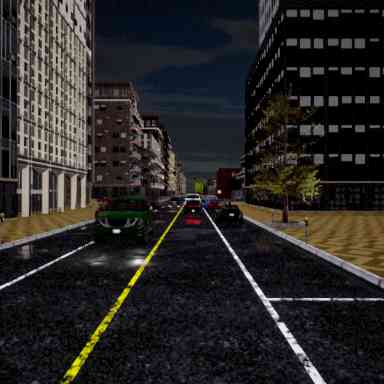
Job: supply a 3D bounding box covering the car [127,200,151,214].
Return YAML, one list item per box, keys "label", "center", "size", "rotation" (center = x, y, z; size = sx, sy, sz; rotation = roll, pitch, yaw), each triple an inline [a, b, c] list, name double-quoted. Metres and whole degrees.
- label: "car"
  center: [-5.620, 1.583, 36.056]
  size: [1.887, 1.381, 4.507]
  rotation: [0, 0, 0]

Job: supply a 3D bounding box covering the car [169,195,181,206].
- label: "car"
  center: [-2.922, 1.599, 57.944]
  size: [1.812, 1.442, 4.674]
  rotation: [0, 0, 1]

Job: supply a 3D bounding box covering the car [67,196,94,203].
- label: "car"
  center: [-22.833, 1.551, 68.238]
  size: [4.829, 1.417, 1.752]
  rotation: [0, 0, 0]

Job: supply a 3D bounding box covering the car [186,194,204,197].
- label: "car"
  center: [0.109, 1.273, 44.493]
  size: [2.150, 2.045, 5.566]
  rotation: [0, 0, 1]

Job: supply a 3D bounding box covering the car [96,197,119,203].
- label: "car"
  center: [-17.341, 1.618, 68.240]
  size: [4.206, 1.307, 1.802]
  rotation: [0, 0, 0]

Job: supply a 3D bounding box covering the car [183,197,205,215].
- label: "car"
  center: [0.142, 1.540, 34.028]
  size: [1.837, 1.490, 4.892]
  rotation: [0, 0, 1]

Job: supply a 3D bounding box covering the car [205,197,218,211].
- label: "car"
  center: [2.737, 1.629, 41.703]
  size: [1.802, 1.307, 4.206]
  rotation: [0, 0, 0]

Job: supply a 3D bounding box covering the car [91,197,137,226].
- label: "car"
  center: [-5.639, 1.338, 24.678]
  size: [2.192, 1.841, 5.009]
  rotation: [0, 0, 0]

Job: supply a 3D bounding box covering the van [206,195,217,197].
- label: "van"
  center: [2.748, 1.397, 47.393]
  size: [1.690, 1.788, 3.998]
  rotation: [0, 0, 0]

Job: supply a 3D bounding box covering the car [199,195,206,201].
- label: "car"
  center: [2.862, 1.680, 92.349]
  size: [1.752, 1.417, 4.829]
  rotation: [0, 0, 0]

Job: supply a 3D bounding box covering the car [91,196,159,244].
- label: "car"
  center: [-3.079, 1.235, 16.211]
  size: [2.150, 2.045, 5.566]
  rotation: [0, 0, -1]

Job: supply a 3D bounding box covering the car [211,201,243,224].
- label: "car"
  center: [2.707, 1.589, 24.636]
  size: [1.947, 1.339, 4.313]
  rotation: [0, 0, 0]
